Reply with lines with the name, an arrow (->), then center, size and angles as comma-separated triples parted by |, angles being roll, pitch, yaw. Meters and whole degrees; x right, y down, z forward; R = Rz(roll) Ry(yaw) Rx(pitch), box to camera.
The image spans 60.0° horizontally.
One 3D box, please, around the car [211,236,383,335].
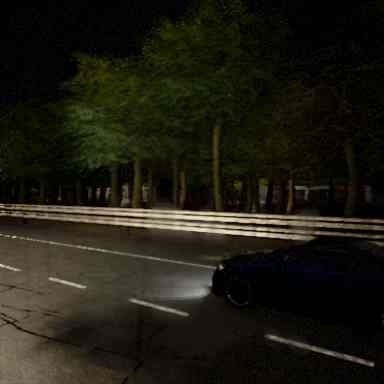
car -> 2.464, 1.567, 6.412 | 4.181, 1.385, 1.994 | 0, 0, 36
